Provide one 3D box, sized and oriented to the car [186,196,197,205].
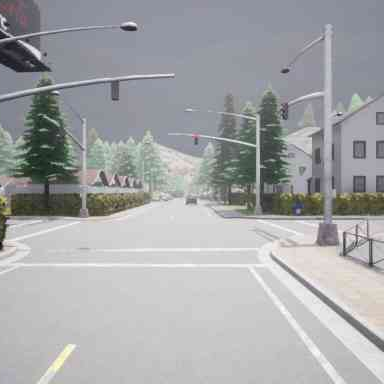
[{"bbox_3d":[-0.089,1.505,59.293,1.837,1.490,4.892,0,0,0],"label":"car"}]
